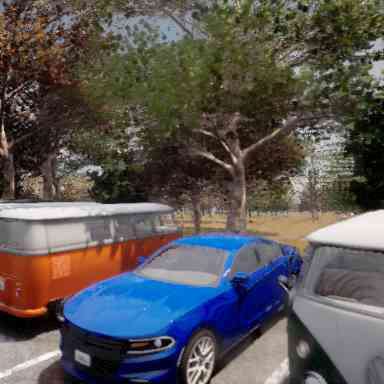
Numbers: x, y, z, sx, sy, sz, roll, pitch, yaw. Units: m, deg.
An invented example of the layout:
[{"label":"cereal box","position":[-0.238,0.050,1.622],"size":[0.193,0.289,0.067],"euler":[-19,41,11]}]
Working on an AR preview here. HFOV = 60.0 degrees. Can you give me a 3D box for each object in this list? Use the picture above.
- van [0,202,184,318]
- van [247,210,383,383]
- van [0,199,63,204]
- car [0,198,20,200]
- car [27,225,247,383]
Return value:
[{"label":"van","position":[-1.897,1.269,7.259],"size":[1.878,1.987,4.442],"euler":[0,0,36]},{"label":"van","position":[2.495,1.255,3.849],"size":[1.878,1.987,4.442],"euler":[0,0,35]},{"label":"van","position":[-4.288,1.278,8.678],"size":[1.878,1.987,4.442],"euler":[0,0,36]},{"label":"car","position":[-6.491,1.262,10.359],"size":[2.435,2.045,5.566],"euler":[0,0,36]},{"label":"car","position":[0.293,1.486,5.559],"size":[2.097,1.535,5.008],"euler":[0,0,36]}]
